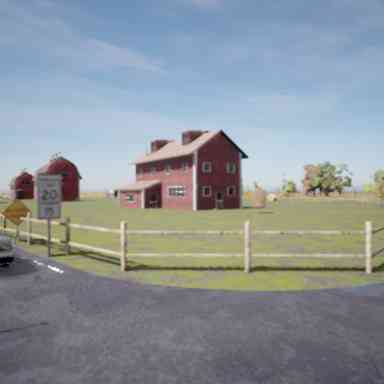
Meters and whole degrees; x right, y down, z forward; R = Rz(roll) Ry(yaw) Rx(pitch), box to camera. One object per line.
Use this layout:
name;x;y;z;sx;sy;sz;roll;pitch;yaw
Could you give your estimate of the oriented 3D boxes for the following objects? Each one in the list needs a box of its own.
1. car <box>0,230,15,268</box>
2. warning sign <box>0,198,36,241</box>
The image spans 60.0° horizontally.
car;-7.294;1.657;10.892;2.033;1.411;5.357;0;0;-40
warning sign;-8.268;1.250;15.763;1.300;1.860;1.060;0;0;-45
